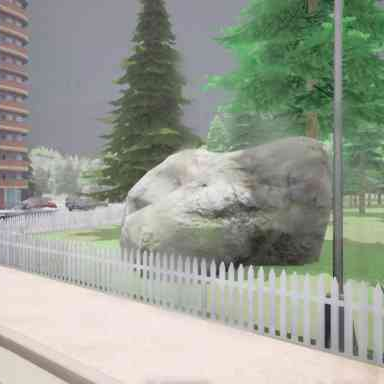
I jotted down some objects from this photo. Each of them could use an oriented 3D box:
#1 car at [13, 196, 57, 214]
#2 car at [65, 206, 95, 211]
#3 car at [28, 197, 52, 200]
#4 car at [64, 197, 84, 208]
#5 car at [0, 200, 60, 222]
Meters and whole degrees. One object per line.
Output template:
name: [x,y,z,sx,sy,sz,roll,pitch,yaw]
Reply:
car: [-16.783,1.296,35.880,2.097,1.767,4.553,0,0,8]
car: [-12.873,1.508,39.077,1.994,1.385,4.181,0,0,4]
car: [-14.519,1.422,30.237,1.882,1.535,5.008,0,0,15]
car: [-16.653,1.450,47.020,1.837,1.490,4.892,0,0,-10]
car: [-12.304,1.545,25.143,1.895,1.301,4.718,0,0,23]
